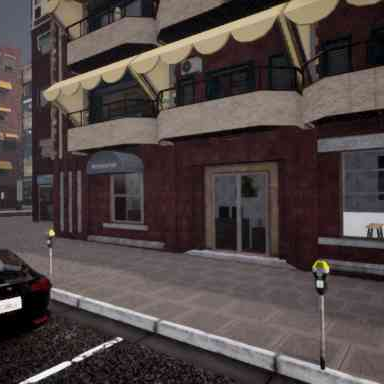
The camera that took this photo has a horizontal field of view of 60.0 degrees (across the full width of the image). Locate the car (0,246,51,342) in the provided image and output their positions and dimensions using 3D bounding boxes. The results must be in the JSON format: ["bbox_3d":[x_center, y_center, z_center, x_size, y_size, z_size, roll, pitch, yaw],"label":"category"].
[{"bbox_3d":[-4.164,1.567,5.706,4.313,1.339,1.947,0,-1,36],"label":"car"}]
